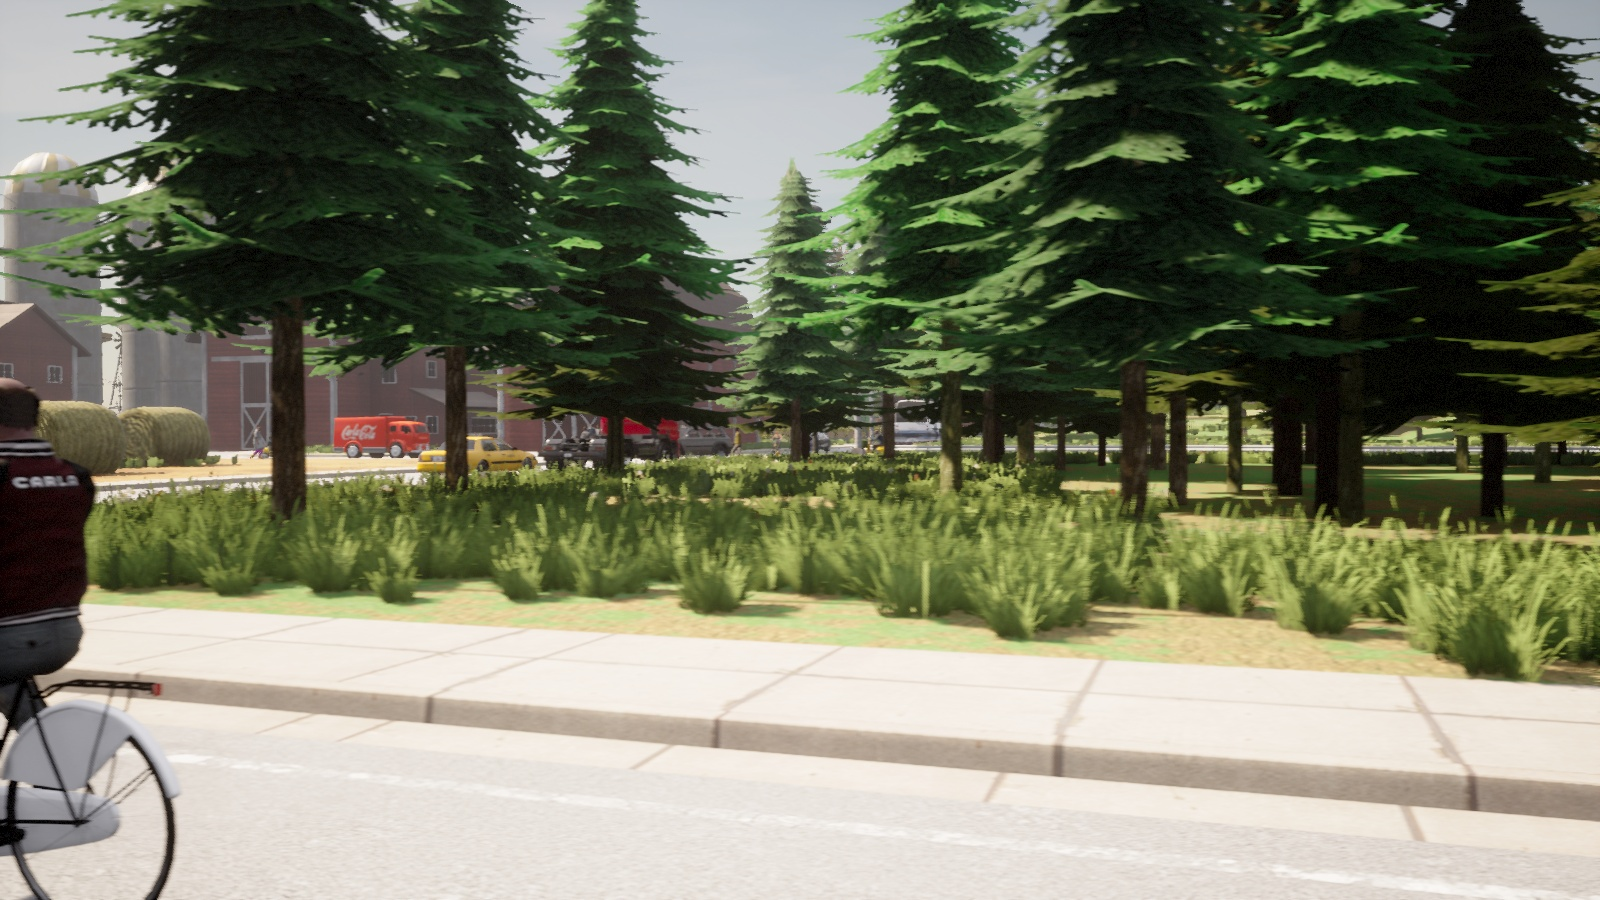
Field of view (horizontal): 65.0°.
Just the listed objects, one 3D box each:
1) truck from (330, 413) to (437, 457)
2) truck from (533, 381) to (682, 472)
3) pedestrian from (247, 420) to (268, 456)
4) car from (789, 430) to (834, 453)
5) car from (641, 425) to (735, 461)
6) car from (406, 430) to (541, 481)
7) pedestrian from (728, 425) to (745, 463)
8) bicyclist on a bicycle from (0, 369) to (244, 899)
[{"bbox_3d":[-23.881,-0.859,72.056,5.204,2.467,2.627,0,1,16],"label":"truck"},{"bbox_3d":[-7.710,-0.951,51.560,2.891,3.462,7.936,0,1,17],"label":"truck"},{"bbox_3d":[-29.462,-0.668,68.209,0.873,1.952,0.659,0,1,-6],"label":"pedestrian"},{"bbox_3d":[0.883,-0.644,92.068,2.033,1.649,4.856,0,1,17],"label":"car"},{"bbox_3d":[-5.874,-0.386,65.930,4.605,1.855,1.932,-1,0,-38],"label":"car"},{"bbox_3d":[-10.705,0.114,41.684,1.801,1.575,5.366,0,1,17],"label":"car"},{"bbox_3d":[-3.057,-0.297,60.368,0.709,1.840,0.431,0,1,18],"label":"pedestrian"},{"bbox_3d":[-2.851,0.620,4.171,1.843,1.776,0.659,3,2,19],"label":"bicyclist on a bicycle"}]
